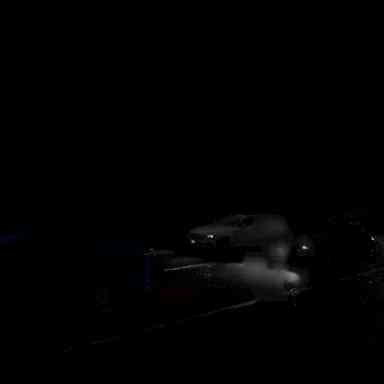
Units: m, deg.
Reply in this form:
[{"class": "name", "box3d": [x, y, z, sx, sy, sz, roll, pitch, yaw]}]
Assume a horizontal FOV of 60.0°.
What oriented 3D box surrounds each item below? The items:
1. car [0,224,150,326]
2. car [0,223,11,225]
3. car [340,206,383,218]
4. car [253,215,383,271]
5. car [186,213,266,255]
[{"class": "car", "box3d": [-3.190, 1.485, 5.990, 5.008, 1.535, 1.882, 1, -1, -35]}, {"class": "car", "box3d": [-5.768, 1.526, 8.457, 4.674, 1.442, 1.812, 1, 0, -35]}, {"class": "car", "box3d": [10.072, 1.615, 19.656, 5.008, 1.535, 1.882, 0, 0, -36]}, {"class": "car", "box3d": [4.385, 1.660, 11.332, 4.181, 1.385, 1.994, 1, 0, -34]}, {"class": "car", "box3d": [1.947, 1.617, 13.900, 4.674, 1.442, 1.812, 1, 0, -35]}]
